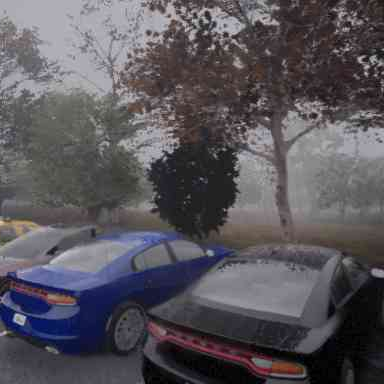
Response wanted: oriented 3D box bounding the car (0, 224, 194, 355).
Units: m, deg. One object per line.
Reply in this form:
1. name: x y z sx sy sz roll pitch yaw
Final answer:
1. car: -0.796 1.487 6.322 2.097 1.535 5.008 0 0 36

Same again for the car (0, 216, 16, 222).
1. car: -5.114 1.478 9.649 1.946 1.575 5.366 1 1 36

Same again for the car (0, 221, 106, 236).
1. car: -3.080 1.520 7.928 2.163 1.488 4.792 0 0 36

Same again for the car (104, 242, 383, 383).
1. car: 1.472 1.476 4.697 2.097 1.535 5.008 0 0 36
